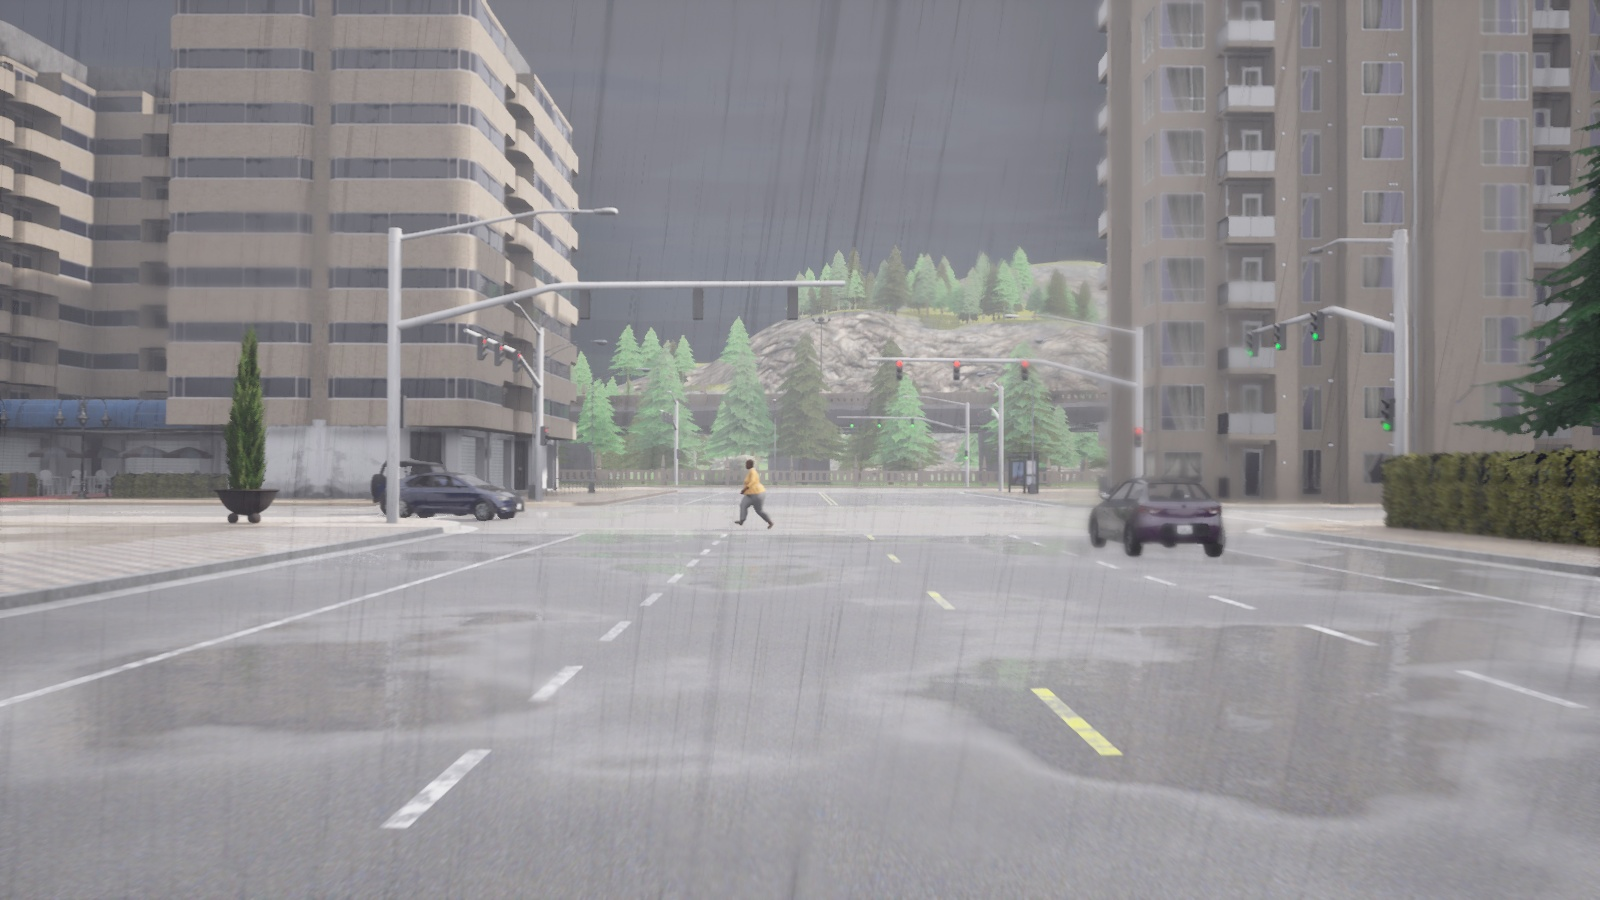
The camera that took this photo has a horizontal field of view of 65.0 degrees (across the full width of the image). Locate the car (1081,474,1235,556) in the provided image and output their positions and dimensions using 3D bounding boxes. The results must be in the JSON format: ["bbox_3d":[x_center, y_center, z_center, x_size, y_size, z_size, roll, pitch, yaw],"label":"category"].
[{"bbox_3d":[6.942,1.215,24.770,1.816,1.474,4.193,0,-1,0],"label":"car"}]

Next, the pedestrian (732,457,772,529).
[{"bbox_3d":[-1.260,1.122,32.814,0.900,1.855,0.874,0,-1,-12],"label":"pedestrian"}]

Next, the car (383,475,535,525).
[{"bbox_3d":[-10.522,1.521,38.841,4.193,1.474,1.816,0,-1,13],"label":"car"}]

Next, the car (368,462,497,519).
[{"bbox_3d":[-12.566,1.382,43.073,3.866,1.878,1.905,0,-1,0],"label":"car"}]
